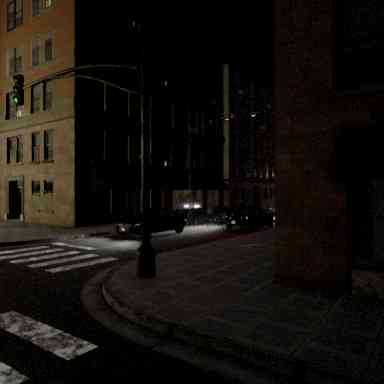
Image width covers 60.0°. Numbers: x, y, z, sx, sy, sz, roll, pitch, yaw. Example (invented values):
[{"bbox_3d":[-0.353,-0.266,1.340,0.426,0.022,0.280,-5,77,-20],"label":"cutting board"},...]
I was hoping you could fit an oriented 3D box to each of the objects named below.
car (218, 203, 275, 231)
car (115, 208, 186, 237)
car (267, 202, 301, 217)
[{"bbox_3d":[3.808,1.643,21.699,1.812,1.442,4.674,0,0,35],"label":"car"},{"bbox_3d":[-2.117,1.610,18.470,1.812,1.442,4.674,0,0,34],"label":"car"},{"bbox_3d":[9.774,1.797,35.072,1.895,1.301,4.718,0,0,36],"label":"car"}]
